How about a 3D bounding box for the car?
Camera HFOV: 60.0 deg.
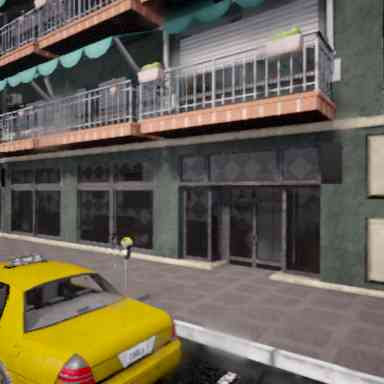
[{"bbox_3d":[-2.415,1.531,4.592,4.829,1.417,1.752,0,0,35],"label":"car"}]
